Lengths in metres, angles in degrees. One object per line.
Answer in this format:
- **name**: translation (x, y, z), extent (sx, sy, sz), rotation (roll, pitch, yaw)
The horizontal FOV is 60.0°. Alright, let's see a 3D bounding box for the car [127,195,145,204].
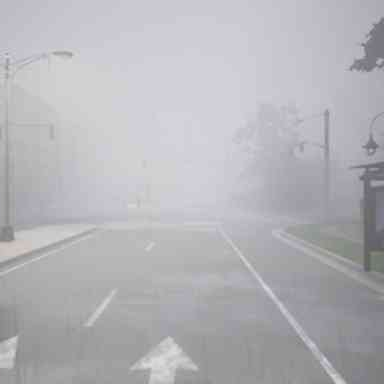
- **car**: translation (-11.510, 1.677, 67.519), extent (2.128, 1.511, 4.902), rotation (0, 0, 0)

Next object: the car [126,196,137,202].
- **car**: translation (-15.011, 1.652, 83.280), extent (1.837, 1.490, 4.892), rotation (0, 0, 0)

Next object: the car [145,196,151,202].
- **car**: translation (-11.511, 1.747, 83.247), extent (1.895, 1.301, 4.718), rotation (0, 0, 0)

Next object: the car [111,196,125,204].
- **car**: translation (-15.009, 1.511, 67.514), extent (2.097, 1.767, 4.553), rotation (0, 0, 0)
